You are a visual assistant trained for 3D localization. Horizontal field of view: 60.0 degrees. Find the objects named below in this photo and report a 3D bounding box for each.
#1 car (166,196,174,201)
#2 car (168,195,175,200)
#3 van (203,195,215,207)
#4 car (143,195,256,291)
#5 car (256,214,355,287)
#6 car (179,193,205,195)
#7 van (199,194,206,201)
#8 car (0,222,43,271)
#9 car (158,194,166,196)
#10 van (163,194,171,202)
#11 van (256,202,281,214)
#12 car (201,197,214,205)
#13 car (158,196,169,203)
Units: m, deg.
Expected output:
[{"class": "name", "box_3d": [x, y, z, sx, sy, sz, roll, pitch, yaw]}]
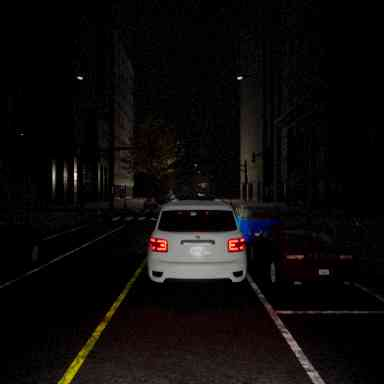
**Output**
[{"class": "car", "box_3d": [-5.890, 1.643, 89.613, 1.947, 1.339, 4.313, 0, 0, 0]}, {"class": "car", "box_3d": [-5.897, 1.611, 94.733, 1.752, 1.417, 4.829, 0, 0, 0]}, {"class": "van", "box_3d": [2.689, 1.369, 52.710, 1.690, 1.788, 3.998, 0, 0, 0]}, {"class": "car", "box_3d": [0.096, 1.223, 9.171, 2.150, 2.045, 5.566, 0, 0, 0]}, {"class": "car", "box_3d": [2.765, 1.546, 9.200, 1.887, 1.381, 4.507, 0, 0, 0]}, {"class": "car", "box_3d": [0.072, 1.226, 19.531, 2.150, 2.045, 5.566, 0, 0, 0]}, {"class": "van", "box_3d": [2.642, 1.411, 85.189, 1.690, 1.788, 3.998, 0, 0, 0]}, {"class": "car", "box_3d": [-5.790, 1.546, 9.206, 1.887, 1.381, 4.507, 0, 0, 0]}, {"class": "car", "box_3d": [-5.844, 1.578, 57.880, 1.887, 1.381, 4.507, 0, 0, 0]}, {"class": "van", "box_3d": [-5.874, 1.402, 79.036, 1.690, 1.788, 3.998, 0, 0, 0]}, {"class": "van", "box_3d": [2.758, 1.344, 14.725, 1.690, 1.788, 3.998, 0, 0, 0]}, {"class": "car", "box_3d": [2.681, 1.600, 58.123, 1.947, 1.339, 4.313, 0, 0, 0]}, {"class": "car", "box_3d": [-5.859, 1.597, 68.458, 2.008, 1.369, 4.403, 0, 0, 0]}]
